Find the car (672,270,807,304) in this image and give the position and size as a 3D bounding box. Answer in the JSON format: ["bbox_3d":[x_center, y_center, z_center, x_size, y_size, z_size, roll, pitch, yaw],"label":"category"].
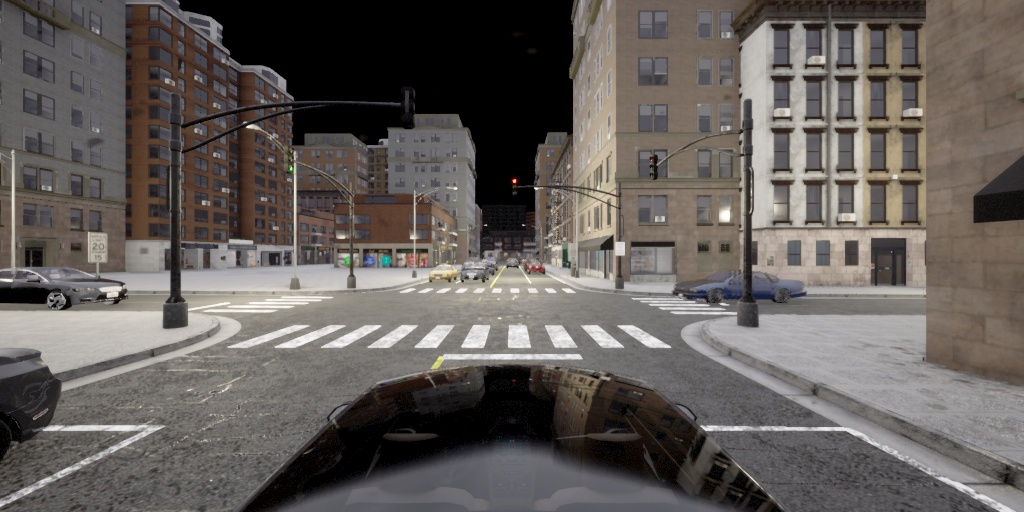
[{"bbox_3d":[10.142,1.356,16.111,5.357,1.411,2.033,0,0,-4],"label":"car"}]

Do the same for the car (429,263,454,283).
[{"bbox_3d":[-5.385,1.276,28.397,1.751,1.417,4.829,0,0,0],"label":"car"}]

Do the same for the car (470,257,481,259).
[{"bbox_3d":[-5.383,1.067,51.215,2.192,1.841,5.009,0,0,0],"label":"car"}]

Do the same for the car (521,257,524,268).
[{"bbox_3d":[2.642,1.066,45.552,2.192,1.841,5.009,0,0,0],"label":"car"}]

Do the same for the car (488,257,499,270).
[{"bbox_3d":[-2.832,1.278,48.194,1.812,1.442,4.674,0,0,0],"label":"car"}]

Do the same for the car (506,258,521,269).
[{"bbox_3d":[0.100,1.317,58.619,1.994,1.385,4.181,0,0,1],"label":"car"}]

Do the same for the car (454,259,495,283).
[{"bbox_3d":[-2.833,1.242,28.219,2.128,1.511,4.902,0,0,2],"label":"car"}]

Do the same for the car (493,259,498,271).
[{"bbox_3d":[-2.841,1.315,38.120,1.994,1.385,4.181,0,0,0],"label":"car"}]

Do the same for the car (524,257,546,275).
[{"bbox_3d":[2.641,1.191,39.890,1.967,1.591,4.097,0,0,0],"label":"car"}]

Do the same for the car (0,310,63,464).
[{"bbox_3d":[-5.388,1.300,1.721,2.007,1.370,4.403,0,0,0],"label":"car"}]

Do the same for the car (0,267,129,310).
[{"bbox_3d":[-17.281,1.162,13.387,4.902,1.511,2.128,0,0,2],"label":"car"}]
